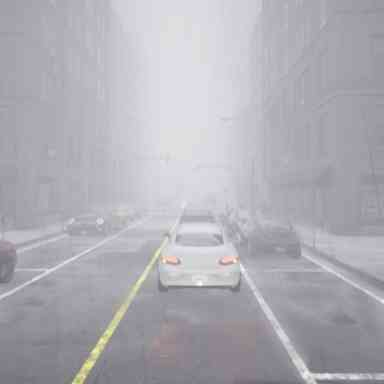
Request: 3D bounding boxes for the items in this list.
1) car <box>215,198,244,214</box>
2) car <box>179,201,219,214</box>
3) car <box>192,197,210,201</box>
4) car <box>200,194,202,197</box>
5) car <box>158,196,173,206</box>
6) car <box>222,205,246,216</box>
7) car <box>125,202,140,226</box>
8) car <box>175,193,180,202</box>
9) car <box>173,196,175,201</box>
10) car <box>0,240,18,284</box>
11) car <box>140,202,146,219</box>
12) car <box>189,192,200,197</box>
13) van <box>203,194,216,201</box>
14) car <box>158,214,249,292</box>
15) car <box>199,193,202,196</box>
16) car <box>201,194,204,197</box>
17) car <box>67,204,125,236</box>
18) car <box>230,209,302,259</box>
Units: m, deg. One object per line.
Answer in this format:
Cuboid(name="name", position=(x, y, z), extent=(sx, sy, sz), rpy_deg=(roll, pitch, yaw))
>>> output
Cuboid(name="car", position=(2.882, 1.441, 23.465), extent=(1.967, 1.590, 4.097), rpy_deg=(0, 0, 1))
Cuboid(name="car", position=(0.296, 1.479, 18.757), extent=(1.882, 1.535, 5.008), rpy_deg=(0, 0, 1))
Cuboid(name="car", position=(0.300, 1.479, 28.509), extent=(1.882, 1.535, 5.008), rpy_deg=(0, 0, 1))
Cuboid(name="car", position=(3.497, 1.579, 78.786), extent=(1.802, 1.307, 4.206), rpy_deg=(0, 0, 1))
Cuboid(name="car", position=(-4.781, 1.552, 56.143), extent=(2.008, 1.369, 4.403), rpy_deg=(0, 0, 1))
Cuboid(name="car", position=(2.820, 1.583, 17.946), extent=(1.802, 1.307, 4.206), rpy_deg=(0, 0, 1))
Cuboid(name="car", position=(-5.145, 1.527, 23.375), extent=(1.752, 1.417, 4.829), rpy_deg=(0, 0, 1))
Cuboid(name="car", position=(-4.530, 1.523, 78.699), extent=(1.752, 1.417, 4.829), rpy_deg=(0, 0, 1))
Cuboid(name="car", position=(-4.717, 1.546, 61.824), extent=(1.887, 1.381, 4.507), rpy_deg=(0, 0, 1))
Cuboid(name="car", position=(-5.327, 1.582, 6.991), extent=(1.802, 1.307, 4.206), rpy_deg=(0, 0, 1))
Cuboid(name="car", position=(-5.082, 1.552, 29.063), extent=(2.008, 1.369, 4.403), rpy_deg=(0, 0, 1))
Cuboid(name="car", position=(0.941, 1.343, 86.189), extent=(2.097, 1.767, 4.553), rpy_deg=(0, 0, 1))
Cuboid(name="van", position=(3.244, 1.342, 56.063), extent=(1.690, 1.788, 3.998), rpy_deg=(0, 0, 1))
Cuboid(name="car", position=(0.182, 1.526, 8.798), extent=(1.812, 1.442, 4.674), rpy_deg=(0, 0, 1))
Cuboid(name="car", position=(3.560, 1.308, 84.467), extent=(2.192, 1.841, 5.009), rpy_deg=(0, 0, 1))
Cuboid(name="car", position=(3.371, 1.583, 67.424), extent=(1.802, 1.307, 4.206), rpy_deg=(0, 0, 1))
Cuboid(name="car", position=(-5.204, 1.441, 18.028), extent=(1.967, 1.590, 4.097), rpy_deg=(0, 0, 1))
Cuboid(name="car", position=(2.759, 1.551, 12.427), extent=(2.008, 1.369, 4.403), rpy_deg=(0, 0, 1))
